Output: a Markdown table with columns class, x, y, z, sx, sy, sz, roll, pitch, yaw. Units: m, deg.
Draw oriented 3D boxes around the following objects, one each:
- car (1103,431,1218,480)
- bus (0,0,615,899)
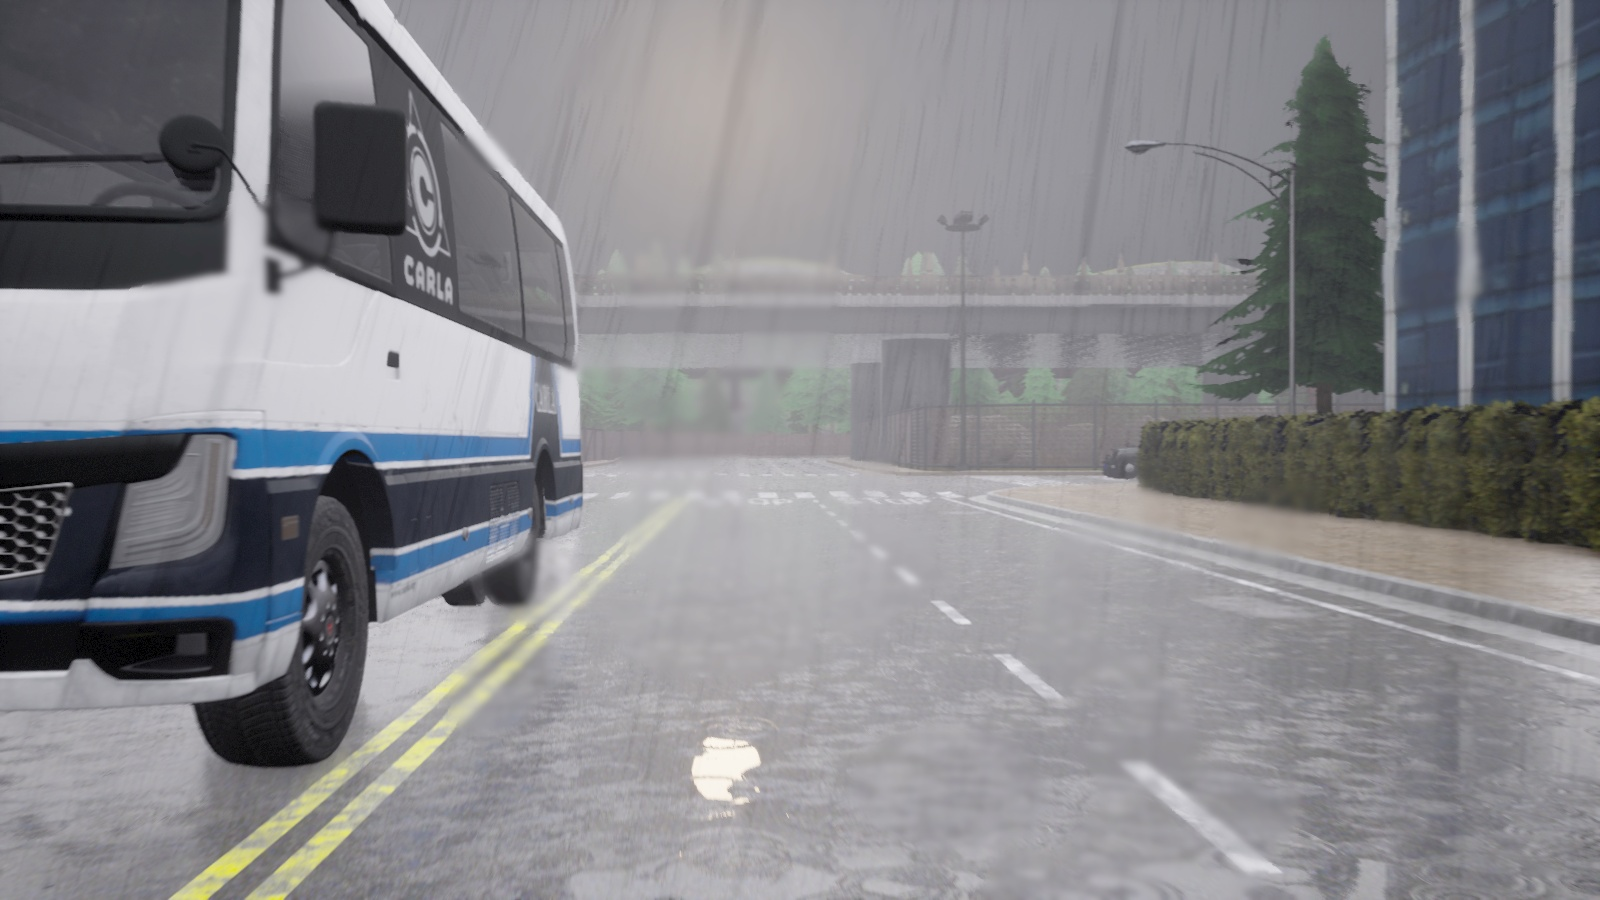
| class | x | y | z | sx | sy | sz | roll | pitch | yaw |
| --- | --- | --- | --- | --- | --- | --- | --- | --- | --- |
| car | 13.950 | 0.213 | 48.743 | 3.866 | 1.878 | 1.905 | 0 | 0 | -3 |
| bus | -3.818 | -0.680 | 8.747 | 3.944 | 4.253 | 10.273 | 0 | 0 | -2 |
